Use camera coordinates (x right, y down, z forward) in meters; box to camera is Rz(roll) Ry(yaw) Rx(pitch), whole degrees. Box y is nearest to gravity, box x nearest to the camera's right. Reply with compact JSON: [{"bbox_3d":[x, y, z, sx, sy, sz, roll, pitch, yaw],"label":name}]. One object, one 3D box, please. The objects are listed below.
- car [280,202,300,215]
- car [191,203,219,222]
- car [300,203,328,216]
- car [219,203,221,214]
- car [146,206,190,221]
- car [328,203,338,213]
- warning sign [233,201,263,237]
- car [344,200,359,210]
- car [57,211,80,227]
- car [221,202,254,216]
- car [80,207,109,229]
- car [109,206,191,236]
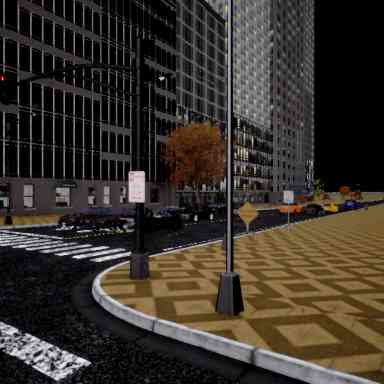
[{"bbox_3d":[13.883,2.207,46.467,2.097,1.767,4.553,0,-1,33],"label":"car"},{"bbox_3d":[0.396,2.006,31.820,1.837,1.490,4.892,0,-1,33],"label":"car"},{"bbox_3d":[16.288,2.354,44.210,1.837,1.490,4.892,0,-1,33],"label":"car"},{"bbox_3d":[3.062,2.167,41.934,2.128,1.511,4.902,0,-1,33],"label":"car"},{"bbox_3d":[-2.338,2.098,33.578,1.895,1.301,4.718,0,-1,33],"label":"car"},{"bbox_3d":[21.886,2.510,52.975,1.882,1.535,5.008,0,-1,33],"label":"car"},{"bbox_3d":[3.112,1.454,18.562,1.300,1.860,1.060,1,1,33],"label":"warning sign"},{"bbox_3d":[31.485,2.537,65.764,2.150,2.045,5.566,0,-1,33],"label":"car"},{"bbox_3d":[-7.535,1.873,25.518,2.033,1.411,5.357,0,-1,33],"label":"car"},{"bbox_3d":[5.866,2.034,40.284,2.097,1.767,4.553,0,-1,33],"label":"car"},{"bbox_3d":[-4.883,1.874,23.634,2.033,1.411,5.357,0,-1,33],"label":"car"},{"bbox_3d":[-2.479,1.805,20.948,2.128,1.511,4.902,0,-1,33],"label":"car"}]
